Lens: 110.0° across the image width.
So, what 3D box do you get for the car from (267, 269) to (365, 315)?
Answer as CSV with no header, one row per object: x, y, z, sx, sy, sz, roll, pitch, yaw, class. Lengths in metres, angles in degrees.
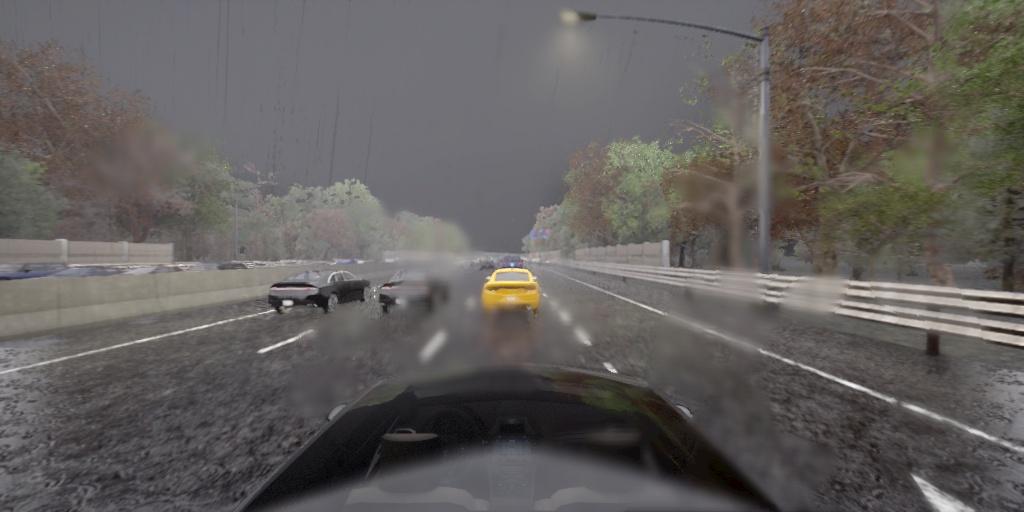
-6.994,1.249,13.628,2.128,1.511,4.902,0,0,0,car

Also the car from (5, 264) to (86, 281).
-24.581,1.317,20.877,2.033,1.411,5.357,0,0,0,car

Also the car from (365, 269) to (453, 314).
-3.497,1.247,13.791,2.128,1.511,4.902,0,0,0,car

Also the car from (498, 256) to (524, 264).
0.017,0.983,37.142,2.150,2.045,5.566,0,0,0,car

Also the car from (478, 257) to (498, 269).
-3.476,1.274,52.925,1.837,1.490,4.892,0,0,0,car

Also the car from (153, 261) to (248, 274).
-17.578,1.118,20.991,2.097,1.767,4.553,0,0,0,car

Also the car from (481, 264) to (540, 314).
0.007,1.232,13.928,1.882,1.535,5.008,0,0,0,car

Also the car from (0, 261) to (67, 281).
-28.076,1.123,20.503,2.097,1.767,4.553,0,0,0,car

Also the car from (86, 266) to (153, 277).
-21.080,1.293,20.952,1.812,1.442,4.674,0,0,0,car
